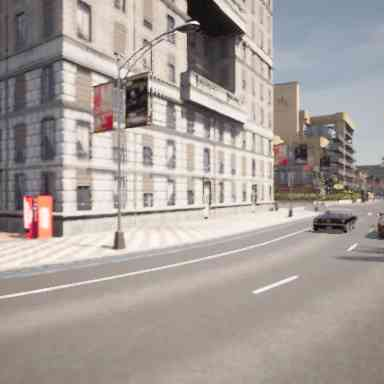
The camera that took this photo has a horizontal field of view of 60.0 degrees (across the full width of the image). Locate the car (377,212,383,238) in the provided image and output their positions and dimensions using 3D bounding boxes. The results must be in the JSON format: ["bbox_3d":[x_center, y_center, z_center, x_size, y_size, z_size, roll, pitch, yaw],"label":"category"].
[{"bbox_3d":[10.992,1.422,17.289,2.097,1.767,4.553,0,0,34],"label":"car"}]

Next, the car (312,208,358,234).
[{"bbox_3d":[8.837,1.700,20.368,1.895,1.301,4.718,0,0,34],"label":"car"}]
